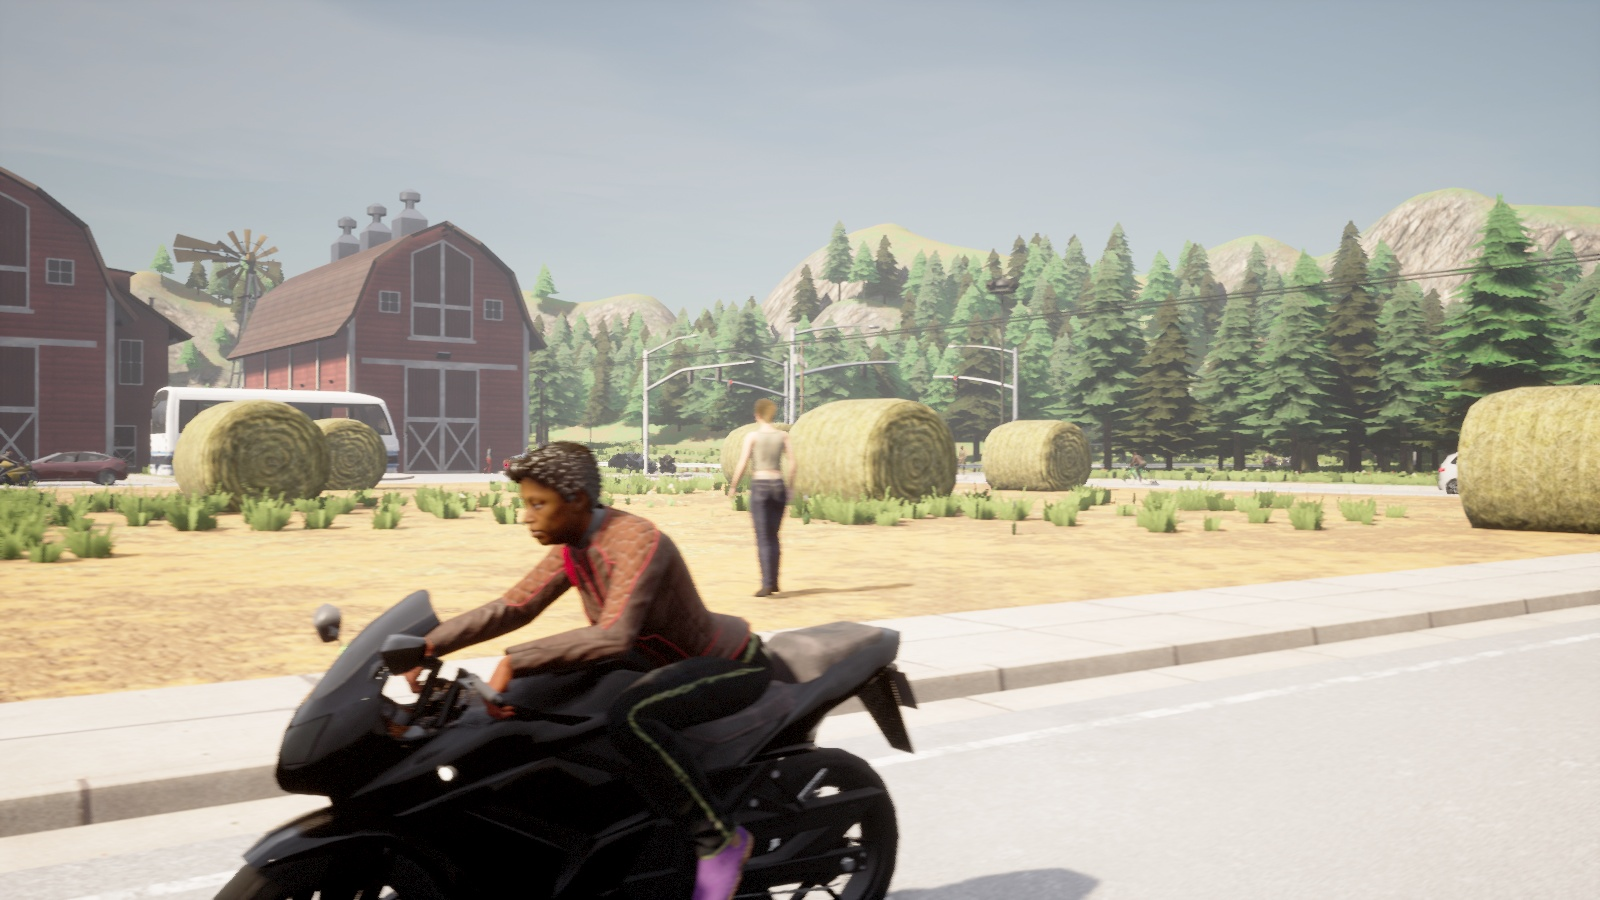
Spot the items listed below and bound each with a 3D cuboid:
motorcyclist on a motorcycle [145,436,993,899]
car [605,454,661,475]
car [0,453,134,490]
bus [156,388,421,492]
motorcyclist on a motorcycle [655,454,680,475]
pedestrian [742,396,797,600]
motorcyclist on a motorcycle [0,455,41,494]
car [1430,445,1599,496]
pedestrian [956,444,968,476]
[{"bbox_3d":[-0.519,0.736,3.299,2.044,1.523,0.797,0,0,-35],"label":"motorcyclist on a motorcycle"},{"bbox_3d":[-12.280,1.037,92.161,1.837,1.490,4.892,0,0,-38],"label":"car"},{"bbox_3d":[-31.401,0.910,53.722,4.792,1.488,2.163,1,0,-39],"label":"car"},{"bbox_3d":[-22.722,-0.438,56.185,10.273,4.253,3.944,0,0,-39],"label":"bus"},{"bbox_3d":[-10.026,1.069,94.971,0.866,1.530,2.191,0,0,-38],"label":"motorcyclist on a motorcycle"},{"bbox_3d":[-0.289,0.432,11.651,0.345,1.836,0.594,0,0,-18],"label":"pedestrian"},{"bbox_3d":[-31.200,0.956,49.403,2.191,1.530,0.866,0,1,-39],"label":"motorcyclist on a motorcycle"},{"bbox_3d":[24.889,0.681,43.870,2.242,1.667,4.611,0,0,-38],"label":"car"},{"bbox_3d":[9.735,0.594,75.478,0.396,1.930,0.692,0,0,35],"label":"pedestrian"}]
